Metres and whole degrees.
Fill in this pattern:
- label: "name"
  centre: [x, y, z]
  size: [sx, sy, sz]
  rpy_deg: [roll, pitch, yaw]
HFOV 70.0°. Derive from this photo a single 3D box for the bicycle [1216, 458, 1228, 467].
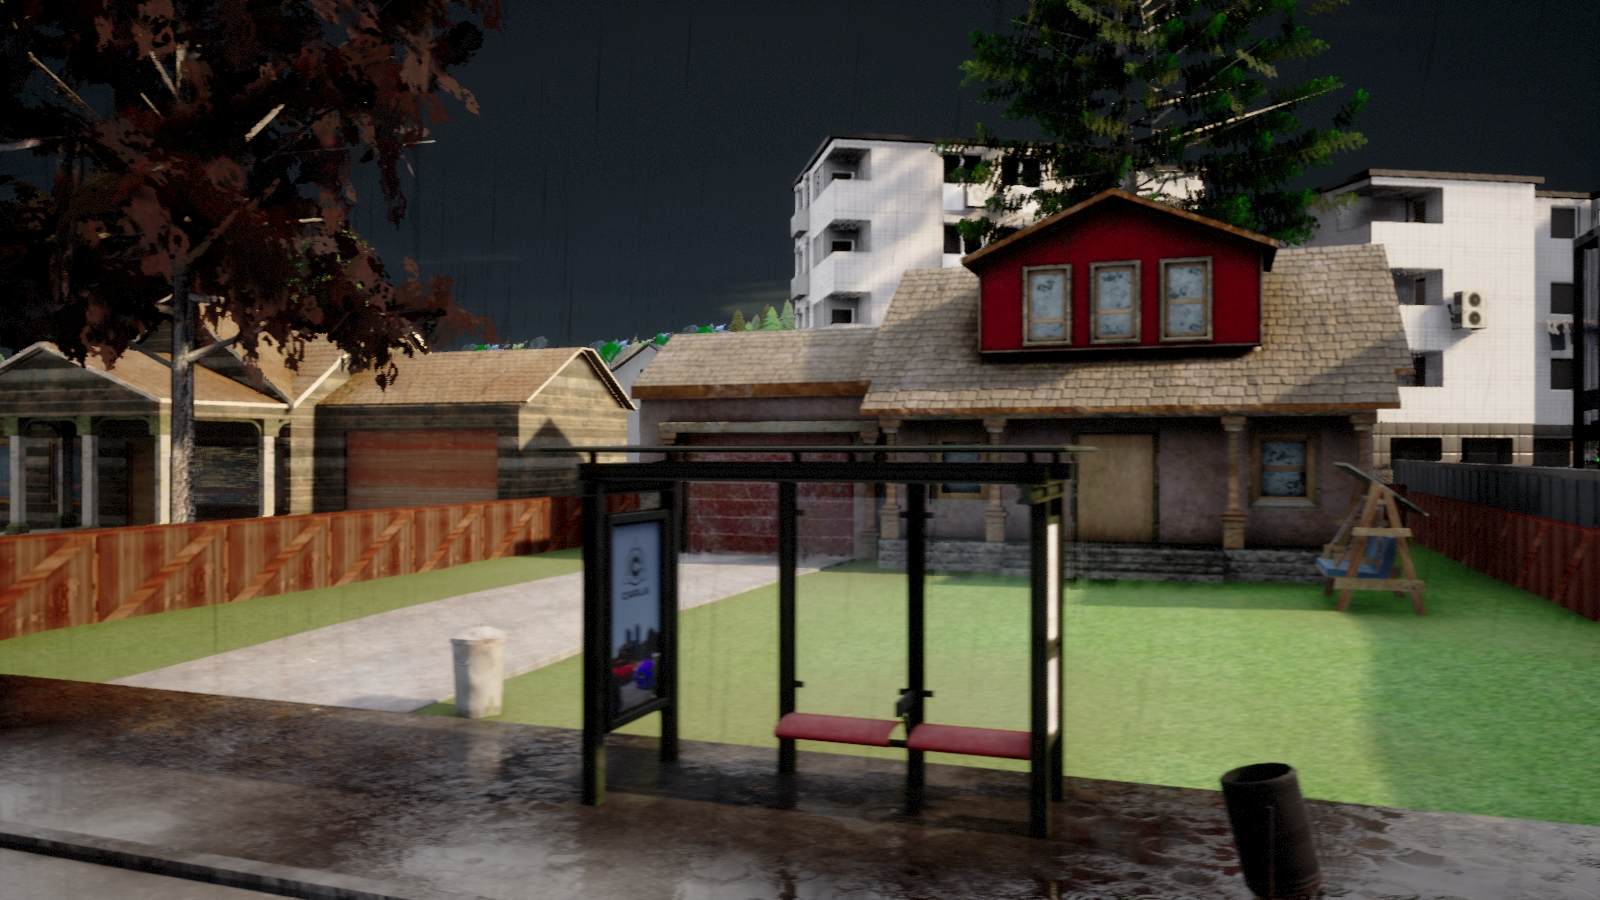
- label: "bicycle"
  centre: [70.547, 2.060, 191.041]
  size: [1.835, 1.471, 0.329]
  rpy_deg: [0, 0, 20]
